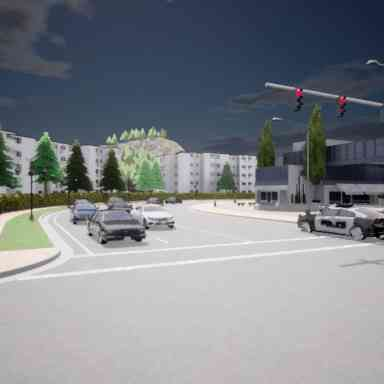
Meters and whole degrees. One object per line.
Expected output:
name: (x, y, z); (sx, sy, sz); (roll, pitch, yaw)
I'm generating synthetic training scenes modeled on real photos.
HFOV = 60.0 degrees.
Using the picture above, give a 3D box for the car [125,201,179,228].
car: (-2.702, 1.526, 21.636); (1.812, 1.442, 4.674); (0, 0, -26)

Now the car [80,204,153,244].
car: (-3.872, 1.547, 16.166); (2.033, 1.411, 5.357); (0, 0, -27)

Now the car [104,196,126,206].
car: (-12.719, 1.523, 55.230); (1.882, 1.535, 5.008); (0, 0, 10)

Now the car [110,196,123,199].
car: (-9.504, 1.505, 41.960); (1.837, 1.490, 4.892); (0, 0, -5)

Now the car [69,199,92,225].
car: (-7.979, 1.526, 24.674); (1.812, 1.442, 4.674); (0, 0, -24)

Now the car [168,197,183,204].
car: (-3.385, 1.564, 62.682); (1.994, 1.385, 4.181); (0, 0, 25)

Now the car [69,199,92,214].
car: (-12.217, 1.526, 36.809); (1.812, 1.442, 4.674); (0, 0, -11)

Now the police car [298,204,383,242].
police car: (7.581, 1.425, 16.790); (1.930, 1.638, 5.238); (0, 0, -27)

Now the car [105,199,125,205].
car: (-6.315, 1.564, 29.611); (1.994, 1.385, 4.181); (0, 0, -22)

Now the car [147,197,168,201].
car: (-5.797, 1.547, 52.525); (2.033, 1.411, 5.357); (0, 0, 8)
